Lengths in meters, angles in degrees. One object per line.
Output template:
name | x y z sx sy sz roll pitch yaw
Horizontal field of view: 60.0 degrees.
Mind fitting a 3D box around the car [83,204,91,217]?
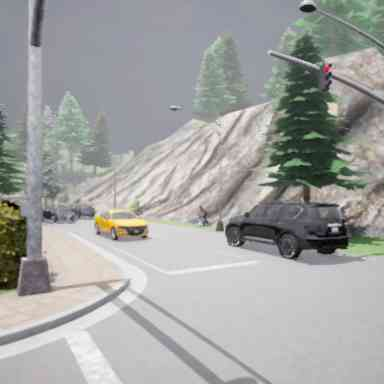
car | -12.137 2.055 35.517 4.902 1.511 2.128 -1 -1 44

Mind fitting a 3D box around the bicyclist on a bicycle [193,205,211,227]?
bicyclist on a bicycle | 0.792 1.827 25.148 1.656 1.620 0.582 0 -1 -31

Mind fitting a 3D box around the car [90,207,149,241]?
car | -4.129 1.776 19.104 1.882 1.535 5.008 0 -1 -31

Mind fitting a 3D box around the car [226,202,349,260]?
car | 3.625 1.418 13.728 2.150 2.045 5.566 1 -1 -28

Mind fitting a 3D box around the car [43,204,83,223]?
car | -12.345 1.977 30.466 2.128 1.511 4.902 1 -1 -43
